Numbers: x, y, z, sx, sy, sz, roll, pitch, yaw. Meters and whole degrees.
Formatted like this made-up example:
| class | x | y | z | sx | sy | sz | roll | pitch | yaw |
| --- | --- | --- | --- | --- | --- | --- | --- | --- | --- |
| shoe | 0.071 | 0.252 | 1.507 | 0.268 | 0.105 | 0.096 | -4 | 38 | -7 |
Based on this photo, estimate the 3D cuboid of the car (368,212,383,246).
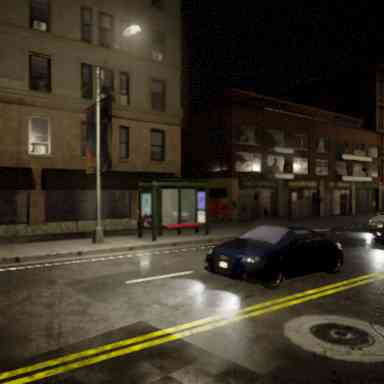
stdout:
| class | x | y | z | sx | sy | sz | roll | pitch | yaw |
| --- | --- | --- | --- | --- | --- | --- | --- | --- | --- |
| car | 10.429 | 1.710 | 15.133 | 5.357 | 1.411 | 2.033 | 1 | 0 | -36 |

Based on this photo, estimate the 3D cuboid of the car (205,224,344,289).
| class | x | y | z | sx | sy | sz | roll | pitch | yaw |
| --- | --- | --- | --- | --- | --- | --- | --- | --- | --- |
| car | 2.405 | 1.633 | 9.391 | 4.181 | 1.385 | 1.994 | 1 | 0 | -35 |
